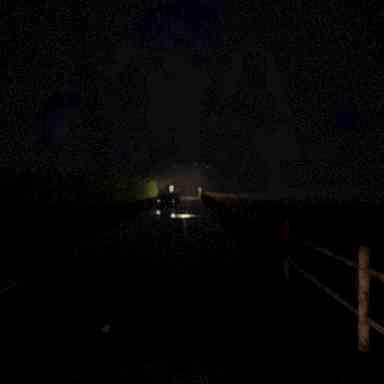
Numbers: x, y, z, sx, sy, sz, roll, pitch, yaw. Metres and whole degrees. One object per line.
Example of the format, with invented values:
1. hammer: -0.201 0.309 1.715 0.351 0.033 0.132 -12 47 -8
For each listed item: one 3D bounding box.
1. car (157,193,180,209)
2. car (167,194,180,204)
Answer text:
1. car: -2.727 0.938 37.249 2.097 1.767 4.553 0 1 0
2. car: -2.719 1.006 50.023 1.812 1.442 4.674 0 1 0
